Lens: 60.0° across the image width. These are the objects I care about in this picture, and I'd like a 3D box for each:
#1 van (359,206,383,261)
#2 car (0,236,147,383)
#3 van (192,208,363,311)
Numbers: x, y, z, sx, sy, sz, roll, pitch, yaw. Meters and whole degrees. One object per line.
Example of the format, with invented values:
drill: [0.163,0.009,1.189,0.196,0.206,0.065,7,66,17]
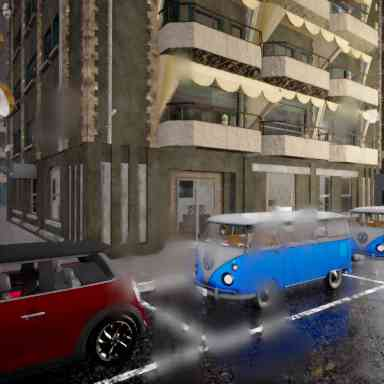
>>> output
van: [6.529,1.345,10.780,3.998,1.788,1.690,0,0,-36]
car: [-2.722,1.440,4.152,4.097,1.590,1.967,0,0,-36]
van: [1.904,1.343,7.466,3.998,1.788,1.690,0,0,-36]
